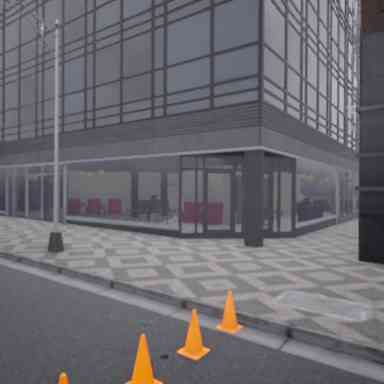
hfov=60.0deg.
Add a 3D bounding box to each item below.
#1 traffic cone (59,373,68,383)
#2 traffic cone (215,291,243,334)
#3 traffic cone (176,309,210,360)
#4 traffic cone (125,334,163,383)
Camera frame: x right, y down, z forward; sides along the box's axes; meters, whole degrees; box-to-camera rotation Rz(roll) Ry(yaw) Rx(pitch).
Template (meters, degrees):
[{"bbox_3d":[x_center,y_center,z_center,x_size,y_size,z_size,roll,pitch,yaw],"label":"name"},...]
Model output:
[{"bbox_3d":[-1.142,1.904,2.946,0.340,0.580,0.340,1,1,36],"label":"traffic cone"},{"bbox_3d":[0.607,1.906,5.387,0.340,0.580,0.340,1,0,36],"label":"traffic cone"},{"bbox_3d":[0.023,1.905,4.572,0.340,0.580,0.340,1,1,36],"label":"traffic cone"},{"bbox_3d":[-0.559,1.904,3.759,0.340,0.580,0.340,1,1,36],"label":"traffic cone"}]
